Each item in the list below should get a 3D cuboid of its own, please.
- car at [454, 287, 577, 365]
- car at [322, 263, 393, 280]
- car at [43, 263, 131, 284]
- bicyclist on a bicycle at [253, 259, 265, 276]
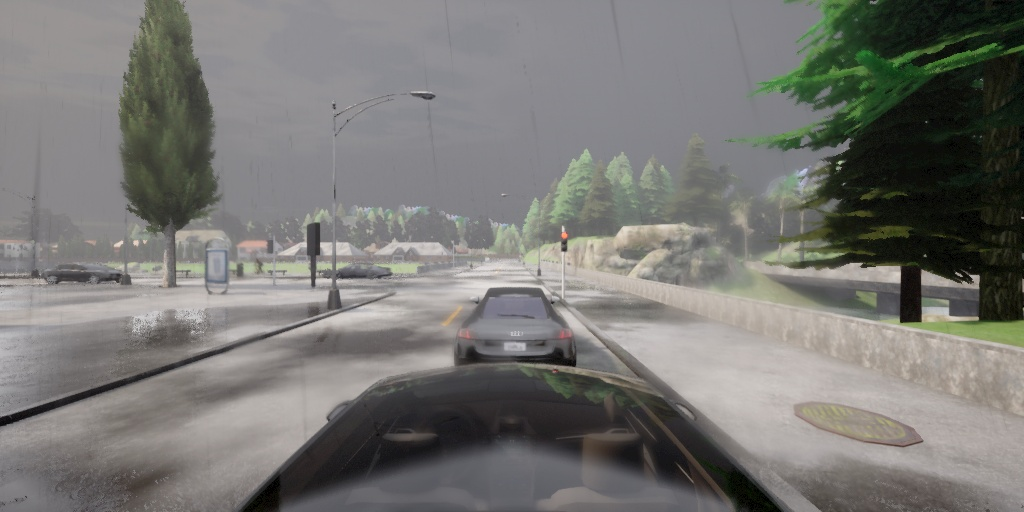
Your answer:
[{"bbox_3d":[0.063,1.314,7.318,1.994,1.385,4.181,0,0,0],"label":"car"},{"bbox_3d":[-12.874,1.296,30.154,5.357,1.411,2.033,0,0,-3],"label":"car"},{"bbox_3d":[-30.442,1.253,25.742,4.892,1.490,1.837,0,0,0],"label":"car"},{"bbox_3d":[-24.104,1.097,34.140,0.582,1.620,1.656,0,0,0],"label":"bicyclist on a bicycle"}]
